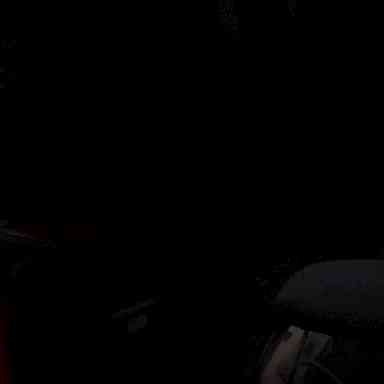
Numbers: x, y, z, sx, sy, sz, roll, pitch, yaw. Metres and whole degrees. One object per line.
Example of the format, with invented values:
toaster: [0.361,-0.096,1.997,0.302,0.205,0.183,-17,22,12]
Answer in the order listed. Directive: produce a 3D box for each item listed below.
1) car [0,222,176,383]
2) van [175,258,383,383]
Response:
car: [-2.469,1.360,4.570,5.009,1.841,2.192,-1,0,35]
van: [2.047,1.332,1.351,3.998,1.788,1.690,-1,0,35]
